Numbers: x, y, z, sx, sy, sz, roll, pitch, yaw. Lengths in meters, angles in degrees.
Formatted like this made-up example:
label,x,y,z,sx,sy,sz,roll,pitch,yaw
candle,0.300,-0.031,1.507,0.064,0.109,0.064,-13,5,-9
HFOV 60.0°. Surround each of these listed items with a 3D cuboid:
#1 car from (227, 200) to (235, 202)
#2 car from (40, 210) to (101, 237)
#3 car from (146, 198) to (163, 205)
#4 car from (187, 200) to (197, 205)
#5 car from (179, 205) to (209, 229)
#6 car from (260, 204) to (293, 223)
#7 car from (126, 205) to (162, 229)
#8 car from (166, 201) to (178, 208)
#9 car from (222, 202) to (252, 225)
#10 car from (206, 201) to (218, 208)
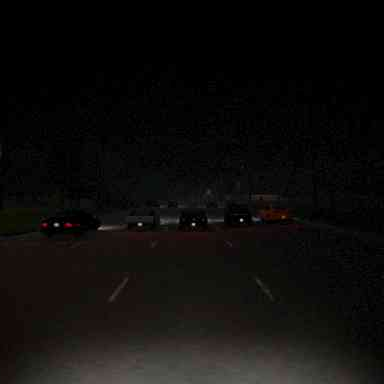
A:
label,x,y,z,sx,sy,sz,roll,pitch,yaw
car,6.995,2.194,59.595,2.033,1.411,5.357,0,-1,0
car,-6.902,1.760,19.443,2.033,1.411,5.357,0,-1,0
car,-7.005,2.007,60.366,2.097,1.767,4.553,0,-1,0
car,-0.005,2.177,60.011,1.812,1.442,4.674,0,-1,0
car,0.098,1.862,23.970,1.895,1.301,4.718,0,-1,0
car,7.097,1.785,28.282,1.882,1.535,5.008,0,0,0
car,-3.402,1.862,23.970,1.895,1.301,4.718,0,-1,0
car,-3.505,2.248,59.623,1.895,1.301,4.718,0,-1,0
car,3.598,1.796,26.622,1.837,1.490,4.892,0,0,0
car,3.495,2.248,59.624,1.895,1.301,4.718,0,-1,0
